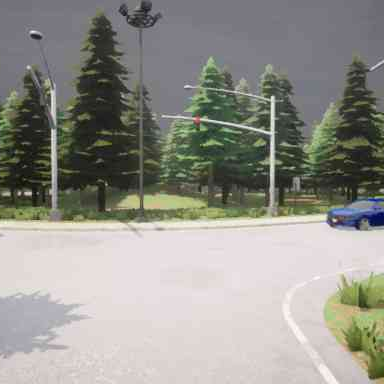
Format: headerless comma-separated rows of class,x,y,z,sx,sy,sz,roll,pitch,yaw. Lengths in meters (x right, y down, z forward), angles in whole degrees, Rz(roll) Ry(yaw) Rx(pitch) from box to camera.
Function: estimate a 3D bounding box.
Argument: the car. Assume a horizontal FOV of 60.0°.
car,9.356,1.111,17.519,5.008,1.535,1.882,-1,2,-24
